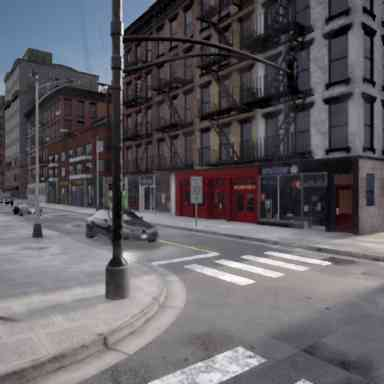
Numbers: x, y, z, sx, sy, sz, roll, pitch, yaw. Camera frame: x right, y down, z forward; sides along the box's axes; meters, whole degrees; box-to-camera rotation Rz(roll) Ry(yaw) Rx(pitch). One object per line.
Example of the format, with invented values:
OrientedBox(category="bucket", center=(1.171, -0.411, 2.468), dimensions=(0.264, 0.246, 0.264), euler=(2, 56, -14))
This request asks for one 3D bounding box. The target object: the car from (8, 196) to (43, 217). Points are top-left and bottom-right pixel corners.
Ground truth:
OrientedBox(category="car", center=(-15.012, 1.438, 30.347), dimensions=(2.128, 1.511, 4.902), euler=(0, 0, -37))

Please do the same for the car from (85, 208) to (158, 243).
OrientedBox(category="car", center=(-3.381, 1.506, 15.233), dimensions=(1.812, 1.442, 4.674), euler=(0, 1, -39))

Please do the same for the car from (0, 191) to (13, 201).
OrientedBox(category="car", center=(-24.554, 0.797, 42.909), dimensions=(2.150, 2.045, 5.566), euler=(0, 0, -38))
